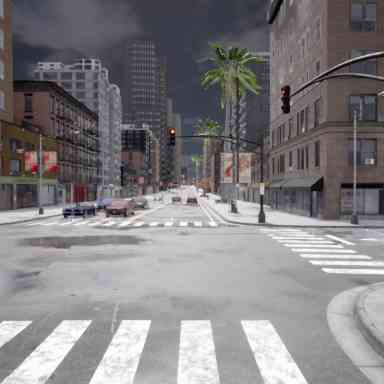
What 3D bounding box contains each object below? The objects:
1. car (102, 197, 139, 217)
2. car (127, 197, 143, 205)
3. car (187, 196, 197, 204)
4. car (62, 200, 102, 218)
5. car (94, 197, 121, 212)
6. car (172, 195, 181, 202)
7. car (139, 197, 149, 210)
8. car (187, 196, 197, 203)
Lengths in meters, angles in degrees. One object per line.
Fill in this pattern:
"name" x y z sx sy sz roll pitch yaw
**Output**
"car" -6.626 1.469 31.097 1.882 1.535 5.008 0 0 1
"car" -9.883 1.567 57.684 1.895 1.301 4.718 0 0 0
"car" 0.032 1.438 61.296 1.882 1.535 5.008 0 0 0
"car" -9.884 1.592 29.755 1.895 1.301 4.718 0 0 0
"car" -9.895 1.465 39.391 1.882 1.535 5.008 0 0 0
"car" -3.248 1.436 70.870 2.128 1.511 4.902 0 0 0
"car" -6.648 1.487 42.569 1.837 1.490 4.892 0 1 0
"car" -0.008 1.499 71.338 1.994 1.385 4.181 0 0 0
